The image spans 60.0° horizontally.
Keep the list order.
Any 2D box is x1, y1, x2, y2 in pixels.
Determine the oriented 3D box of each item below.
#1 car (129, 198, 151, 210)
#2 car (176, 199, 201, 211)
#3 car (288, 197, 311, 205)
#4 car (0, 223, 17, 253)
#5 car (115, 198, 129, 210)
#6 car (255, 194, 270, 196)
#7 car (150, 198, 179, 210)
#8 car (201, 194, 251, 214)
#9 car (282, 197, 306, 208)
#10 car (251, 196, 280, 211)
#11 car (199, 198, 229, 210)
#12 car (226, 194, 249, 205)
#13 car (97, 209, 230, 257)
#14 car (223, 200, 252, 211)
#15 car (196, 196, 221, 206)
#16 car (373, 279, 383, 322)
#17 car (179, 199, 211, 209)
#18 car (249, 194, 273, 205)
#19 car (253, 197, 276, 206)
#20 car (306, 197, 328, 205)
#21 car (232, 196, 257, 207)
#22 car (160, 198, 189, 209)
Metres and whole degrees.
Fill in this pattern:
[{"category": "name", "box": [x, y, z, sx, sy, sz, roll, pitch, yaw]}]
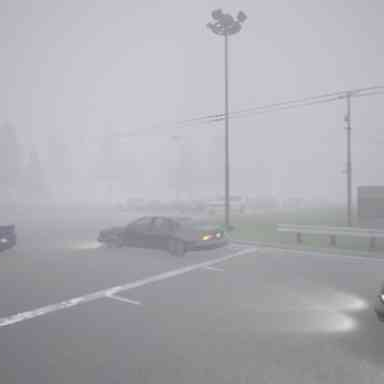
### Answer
[{"category": "car", "box": [-5.101, 1.690, 40.916, 1.812, 1.442, 4.674, 0, 0, 36]}, {"category": "car", "box": [0.738, 1.724, 37.050, 1.895, 1.301, 4.718, 0, 0, 36]}, {"category": "car", "box": [20.336, 1.666, 62.872, 2.033, 1.411, 5.357, 0, 0, 44]}, {"category": "car", "box": [-8.985, 1.562, 12.201, 5.008, 1.535, 1.882, 0, -1, 13]}, {"category": "car", "box": [-7.752, 1.537, 43.226, 2.097, 1.767, 4.553, 0, 0, 36]}, {"category": "car", "box": [12.119, 1.475, 52.681, 2.097, 1.767, 4.553, 0, 0, 37]}, {"category": "car", "box": [-2.287, 1.745, 38.838, 1.895, 1.301, 4.718, 0, 0, 36]}, {"category": "car", "box": [3.708, 1.324, 35.186, 2.150, 2.045, 5.566, 0, 0, 36]}, {"category": "car", "box": [15.386, 1.607, 51.197, 1.837, 1.490, 4.892, 0, 0, 37]}, {"category": "car", "box": [9.423, 1.607, 43.062, 1.837, 1.490, 4.892, 0, 0, 36]}, {"category": "car", "box": [3.182, 1.649, 46.388, 1.837, 1.490, 4.892, 0, 0, 36]}, {"category": "car", "box": [9.165, 1.405, 66.275, 2.150, 2.045, 5.566, 0, 0, 37]}, {"category": "car", "box": [-1.240, 1.598, 13.070, 5.357, 1.411, 2.033, 0, 0, 30]}, {"category": "car", "box": [6.113, 1.724, 44.470, 1.895, 1.301, 4.718, 0, 0, 36]}, {"category": "car", "box": [2.897, 1.537, 57.858, 2.097, 1.767, 4.553, 0, 0, 36]}, {"category": "car", "box": [5.489, 1.535, 4.377, 5.357, 1.411, 2.033, -1, 0, 36]}, {"category": "car", "box": [0.521, 1.712, 48.682, 2.033, 1.411, 5.357, 0, 0, 36]}, {"category": "car", "box": [13.735, 1.384, 66.211, 2.150, 2.045, 5.566, 0, 0, 41]}, {"category": "car", "box": [13.241, 1.691, 60.229, 2.033, 1.411, 5.357, 0, 0, 37]}, {"category": "car", "box": [23.154, 1.623, 60.692, 4.674, 1.442, 1.812, 0, 0, -44]}, {"category": "car", "box": [8.579, 1.496, 53.803, 2.097, 1.767, 4.553, 0, 0, 36]}, {"category": "car", "box": [-2.582, 1.711, 50.354, 1.812, 1.442, 4.674, 0, 0, 36]}]
